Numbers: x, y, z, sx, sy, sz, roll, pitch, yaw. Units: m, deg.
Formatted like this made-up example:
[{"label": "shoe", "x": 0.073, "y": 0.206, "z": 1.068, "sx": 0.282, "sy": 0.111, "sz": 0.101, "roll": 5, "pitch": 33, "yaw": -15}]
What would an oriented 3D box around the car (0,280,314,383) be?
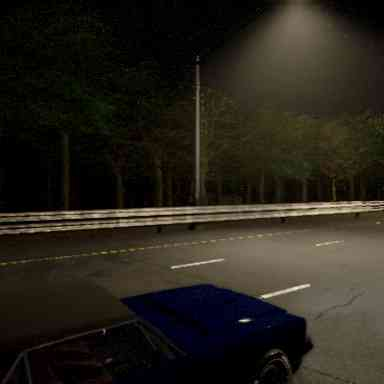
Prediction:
[{"label": "car", "x": -0.952, "y": 1.601, "z": 3.187, "sx": 4.718, "sy": 1.301, "sz": 1.895, "roll": 0, "pitch": 0, "yaw": -36}]
